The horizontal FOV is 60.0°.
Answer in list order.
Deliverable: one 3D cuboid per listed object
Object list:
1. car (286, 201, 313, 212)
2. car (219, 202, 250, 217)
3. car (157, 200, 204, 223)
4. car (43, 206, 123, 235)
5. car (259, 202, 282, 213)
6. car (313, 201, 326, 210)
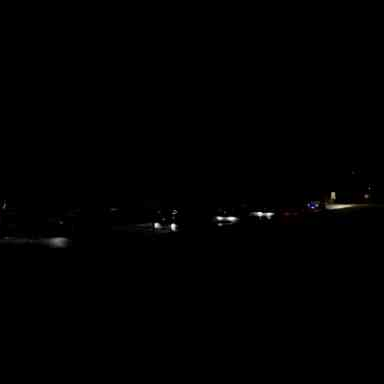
[{"bbox_3d":[14.221,1.919,44.789,2.128,1.511,4.902,-1,-1,35],"label":"car"},{"bbox_3d":[4.742,1.870,36.218,1.812,1.442,4.674,-1,-1,35],"label":"car"},{"bbox_3d":[-0.939,1.605,28.053,2.097,1.767,4.553,-1,-1,35],"label":"car"},{"bbox_3d":[-6.453,1.639,20.116,1.882,1.535,5.008,-1,-1,35],"label":"car"},{"bbox_3d":[10.507,2.000,44.451,1.994,1.385,4.181,-1,-1,35],"label":"car"},{"bbox_3d":[19.910,2.117,53.058,1.895,1.301,4.718,-1,-1,35],"label":"car"}]
